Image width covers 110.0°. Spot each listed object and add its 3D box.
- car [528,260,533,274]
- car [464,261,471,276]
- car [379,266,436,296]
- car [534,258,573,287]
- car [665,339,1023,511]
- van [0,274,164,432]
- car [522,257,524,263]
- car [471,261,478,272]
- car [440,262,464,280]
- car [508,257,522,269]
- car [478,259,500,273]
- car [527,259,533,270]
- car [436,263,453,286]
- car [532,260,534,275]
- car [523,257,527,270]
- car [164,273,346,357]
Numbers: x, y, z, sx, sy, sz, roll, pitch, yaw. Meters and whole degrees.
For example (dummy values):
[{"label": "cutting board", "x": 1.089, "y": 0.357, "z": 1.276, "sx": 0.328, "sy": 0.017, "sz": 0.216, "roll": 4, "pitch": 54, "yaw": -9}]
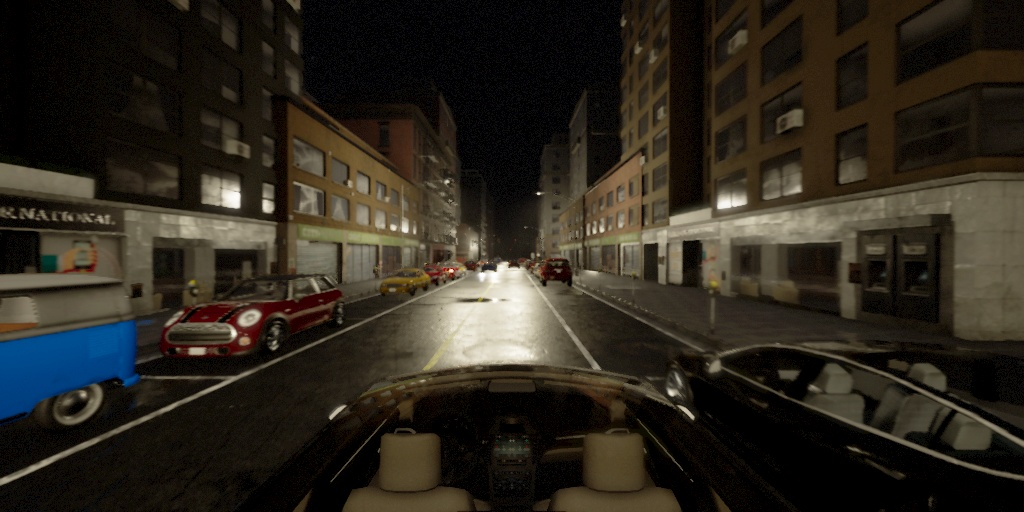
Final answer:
[{"label": "car", "x": 2.991, "y": 1.325, "z": 35.880, "sx": 2.007, "sy": 1.370, "sz": 4.403, "roll": 0, "pitch": 0, "yaw": 0}, {"label": "car", "x": -5.535, "y": 1.294, "z": 35.745, "sx": 1.751, "sy": 1.417, "sz": 4.829, "roll": 0, "pitch": 0, "yaw": 0}, {"label": "car", "x": -5.603, "y": 1.274, "z": 19.256, "sx": 1.751, "sy": 1.417, "sz": 4.829, "roll": 0, "pitch": 0, "yaw": 0}, {"label": "car", "x": 2.946, "y": 1.075, "z": 24.888, "sx": 2.192, "sy": 1.841, "sz": 5.009, "roll": 0, "pitch": 0, "yaw": 0}, {"label": "car", "x": 2.855, "y": 1.318, "z": 2.901, "sx": 1.948, "sy": 1.339, "sz": 4.313, "roll": 0, "pitch": 0, "yaw": 0}, {"label": "van", "x": -5.670, "y": 1.086, "z": 2.936, "sx": 1.690, "sy": 1.789, "sz": 3.998, "roll": 0, "pitch": 0, "yaw": 0}, {"label": "car", "x": 3.082, "y": 1.261, "z": 57.867, "sx": 1.967, "sy": 1.591, "sz": 4.097, "roll": 0, "pitch": 0, "yaw": 0}, {"label": "car", "x": -5.489, "y": 1.334, "z": 46.909, "sx": 1.888, "sy": 1.381, "sz": 4.507, "roll": 0, "pitch": 0, "yaw": 0}, {"label": "car", "x": -5.557, "y": 1.200, "z": 30.419, "sx": 1.967, "sy": 1.591, "sz": 4.097, "roll": 0, "pitch": 0, "yaw": 0}, {"label": "car", "x": 0.334, "y": 1.351, "z": 59.871, "sx": 1.812, "sy": 1.442, "sz": 4.674, "roll": 0, "pitch": -1, "yaw": 0}, {"label": "car", "x": -2.844, "y": 1.389, "z": 45.432, "sx": 1.895, "sy": 1.301, "sz": 4.718, "roll": 0, "pitch": 0, "yaw": 1}, {"label": "car", "x": 3.014, "y": 1.330, "z": 41.377, "sx": 1.888, "sy": 1.381, "sz": 4.507, "roll": 0, "pitch": 0, "yaw": 0}, {"label": "car", "x": -5.579, "y": 1.335, "z": 24.923, "sx": 1.802, "sy": 1.307, "sz": 4.207, "roll": 0, "pitch": 0, "yaw": 0}, {"label": "car", "x": 2.969, "y": 1.292, "z": 30.554, "sx": 1.751, "sy": 1.417, "sz": 4.829, "roll": 0, "pitch": 0, "yaw": 0}, {"label": "car", "x": 3.059, "y": 1.248, "z": 52.370, "sx": 1.967, "sy": 1.591, "sz": 4.097, "roll": 0, "pitch": 0, "yaw": 0}, {"label": "car", "x": -5.648, "y": 1.185, "z": 8.433, "sx": 1.967, "sy": 1.591, "sz": 4.097, "roll": 0, "pitch": 0, "yaw": 0}]
